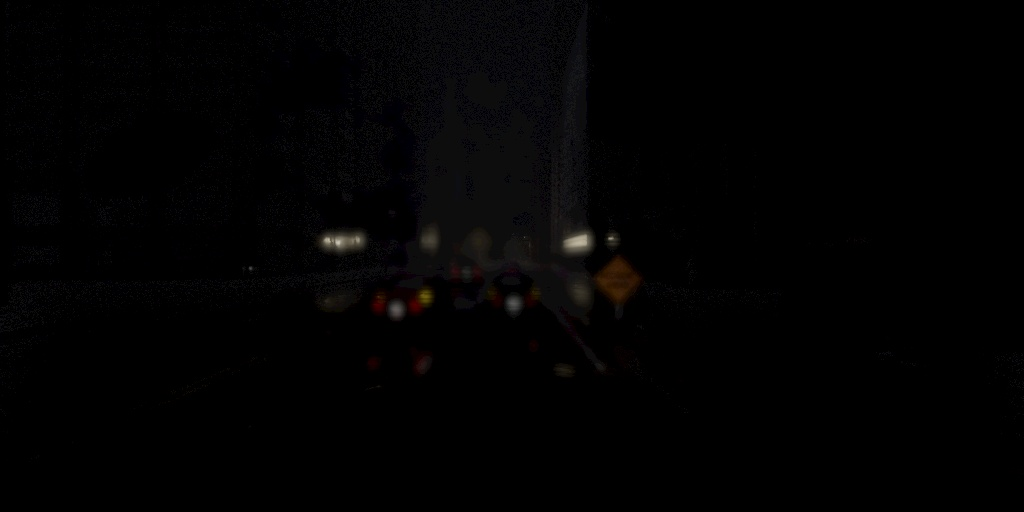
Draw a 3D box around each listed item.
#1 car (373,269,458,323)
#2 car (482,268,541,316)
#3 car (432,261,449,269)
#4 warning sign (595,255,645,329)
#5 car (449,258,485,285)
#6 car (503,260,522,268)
[{"bbox_3d":[-3.185,1.327,12.214,1.812,1.442,4.674,0,-1,0],"label":"car"},{"bbox_3d":[0.066,1.333,13.570,1.812,1.442,4.674,0,0,0],"label":"car"},{"bbox_3d":[-9.857,1.495,50.028,1.837,1.490,4.892,0,0,0],"label":"car"},{"bbox_3d":[2.845,0.903,9.489,1.300,1.860,1.060,0,0,0],"label":"warning sign"},{"bbox_3d":[-3.198,1.227,27.334,2.097,1.767,4.553,0,0,0],"label":"car"},{"bbox_3d":[0.060,1.364,29.303,1.882,1.535,5.008,0,0,0],"label":"car"}]
